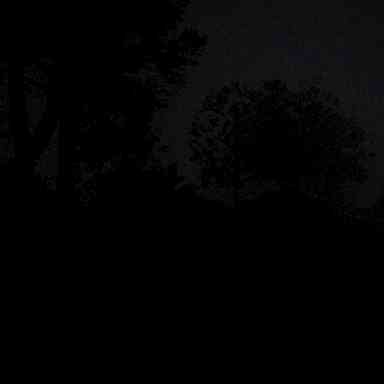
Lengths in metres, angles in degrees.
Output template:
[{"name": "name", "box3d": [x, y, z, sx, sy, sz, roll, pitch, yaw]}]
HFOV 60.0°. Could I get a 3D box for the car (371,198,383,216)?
[{"name": "car", "box3d": [17.868, 1.342, 29.687, 2.097, 1.767, 4.553, 0, 0, 7]}]
